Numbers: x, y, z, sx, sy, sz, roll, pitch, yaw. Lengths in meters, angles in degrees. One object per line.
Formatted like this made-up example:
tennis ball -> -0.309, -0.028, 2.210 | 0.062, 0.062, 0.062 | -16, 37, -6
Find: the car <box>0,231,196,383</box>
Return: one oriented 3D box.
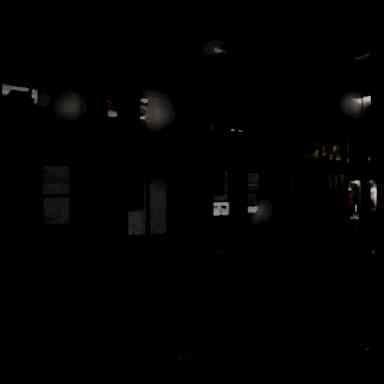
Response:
car -> -2.018, 1.440, 4.673 | 4.097, 1.590, 1.967 | 0, -1, -35
